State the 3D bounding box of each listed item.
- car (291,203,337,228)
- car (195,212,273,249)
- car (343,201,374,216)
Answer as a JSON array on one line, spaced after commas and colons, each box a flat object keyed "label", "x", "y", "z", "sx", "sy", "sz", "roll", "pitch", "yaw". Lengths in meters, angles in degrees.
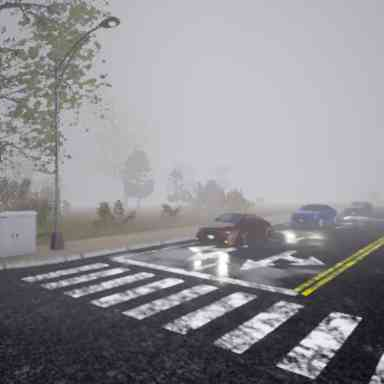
[{"label": "car", "x": 8.485, "y": 1.538, "z": 23.018, "sx": 1.882, "sy": 1.535, "sz": 5.008, "roll": 0, "pitch": 0, "yaw": 39}, {"label": "car", "x": 1.990, "y": 1.618, "z": 14.923, "sx": 1.994, "sy": 1.385, "sz": 4.181, "roll": 0, "pitch": 0, "yaw": 39}, {"label": "car", "x": 16.785, "y": 1.616, "z": 33.339, "sx": 2.033, "sy": 1.411, "sz": 5.357, "roll": 0, "pitch": 0, "yaw": 39}]
